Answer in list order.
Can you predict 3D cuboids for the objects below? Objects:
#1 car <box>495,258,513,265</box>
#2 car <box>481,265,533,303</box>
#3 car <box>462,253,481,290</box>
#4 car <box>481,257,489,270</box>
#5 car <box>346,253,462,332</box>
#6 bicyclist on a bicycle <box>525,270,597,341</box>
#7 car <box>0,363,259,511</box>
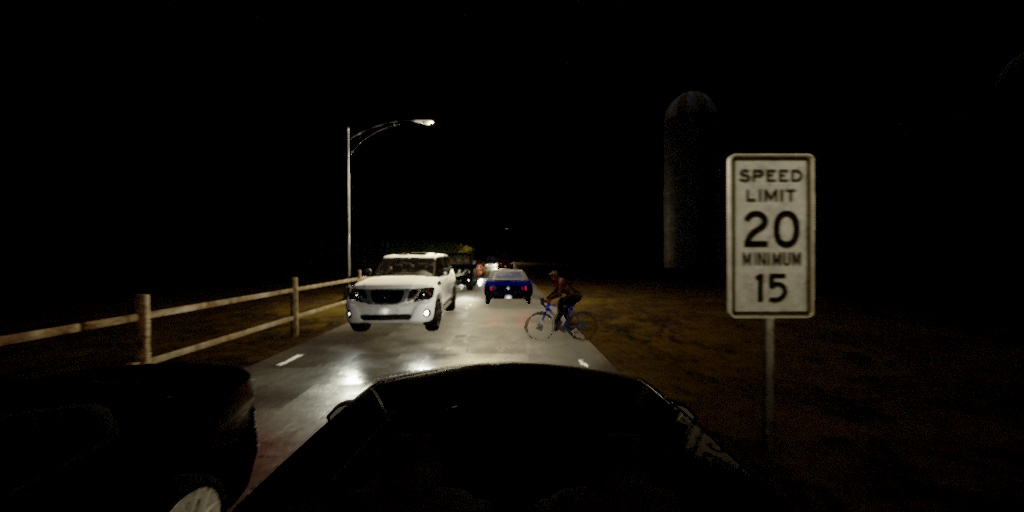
[{"bbox_3d":[-0.809,1.013,43.842,1.812,1.442,4.674,0,0,-1],"label":"car"},{"bbox_3d":[-0.184,1.245,15.789,1.895,1.301,4.718,0,0,-1],"label":"car"},{"bbox_3d":[-3.259,0.837,21.432,2.150,2.045,5.566,0,0,-1],"label":"car"},{"bbox_3d":[-3.444,0.906,31.755,2.097,1.767,4.553,0,0,-1],"label":"car"},{"bbox_3d":[-3.028,0.911,11.070,2.150,2.045,5.566,0,0,-2],"label":"car"},{"bbox_3d":[1.117,1.153,8.187,1.656,1.620,0.582,0,0,-1],"label":"bicyclist on a bicycle"},{"bbox_3d":[-2.730,1.245,0.576,1.882,1.535,5.008,0,0,-3],"label":"car"}]
